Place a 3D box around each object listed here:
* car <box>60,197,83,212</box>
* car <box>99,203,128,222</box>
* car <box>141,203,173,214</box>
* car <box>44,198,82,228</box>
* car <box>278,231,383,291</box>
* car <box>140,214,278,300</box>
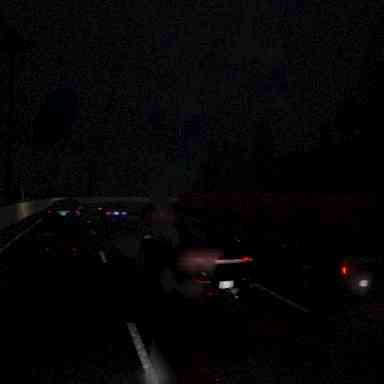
[{"bbox_3d":[-13.741,1.428,38.106,2.128,1.511,4.902,2,-1,-16],"label":"car"},{"bbox_3d":[-6.347,1.610,26.704,2.033,1.411,5.357,2,-1,-19],"label":"car"},{"bbox_3d":[-3.008,1.660,27.766,1.882,1.535,5.008,2,-1,-19],"label":"car"},{"bbox_3d":[-8.232,1.299,21.487,2.097,1.767,4.553,2,-1,-19],"label":"car"},{"bbox_3d":[3.232,1.806,9.752,1.895,1.301,4.718,2,-1,-19],"label":"car"},{"bbox_3d":[-0.120,1.577,8.752,2.128,1.511,4.902,2,-1,-19],"label":"car"}]
